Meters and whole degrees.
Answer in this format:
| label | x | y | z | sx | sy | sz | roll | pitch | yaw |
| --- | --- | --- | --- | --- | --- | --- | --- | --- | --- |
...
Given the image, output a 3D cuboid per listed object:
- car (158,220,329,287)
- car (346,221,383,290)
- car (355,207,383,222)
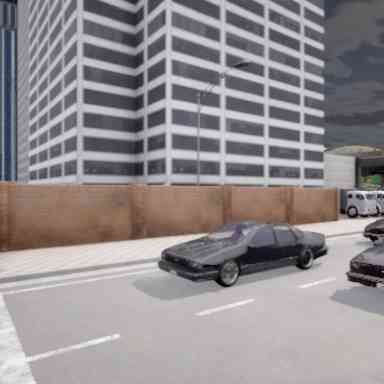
| label | x | y | z | sx | sy | sz | roll | pitch | yaw |
| --- | --- | --- | --- | --- | --- | --- | --- | --- | --- |
| car | 1.725 | 1.549 | 9.522 | 5.357 | 1.411 | 2.033 | 0 | 0 | -35 |
| car | 6.095 | 1.550 | 8.339 | 5.357 | 1.411 | 2.033 | 0 | 0 | -35 |
| car | 10.159 | 1.551 | 15.526 | 5.357 | 1.411 | 2.033 | 0 | 0 | -35 |
